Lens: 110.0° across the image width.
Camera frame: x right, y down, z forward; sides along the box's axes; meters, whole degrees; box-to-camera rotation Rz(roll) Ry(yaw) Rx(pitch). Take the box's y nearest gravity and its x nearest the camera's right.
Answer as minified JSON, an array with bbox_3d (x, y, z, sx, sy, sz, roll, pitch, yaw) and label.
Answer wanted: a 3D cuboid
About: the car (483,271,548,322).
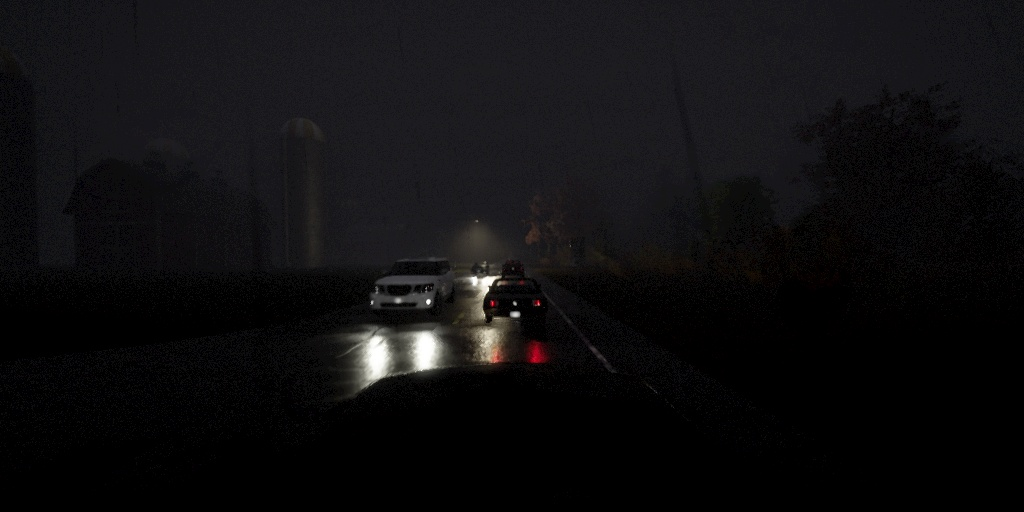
[{"bbox_3d":[0.093,1.388,12.475,1.895,1.301,4.718,-1,0,0],"label":"car"}]

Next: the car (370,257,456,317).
[{"bbox_3d":[-3.614,1.063,14.131,2.150,2.045,5.566,-1,0,0],"label":"car"}]

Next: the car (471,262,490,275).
[{"bbox_3d":[-3.573,1.393,41.084,2.128,1.511,4.902,-1,0,0],"label":"car"}]

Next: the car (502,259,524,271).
[{"bbox_3d":[0.092,1.187,34.336,2.097,1.767,4.553,-1,0,0],"label":"car"}]
